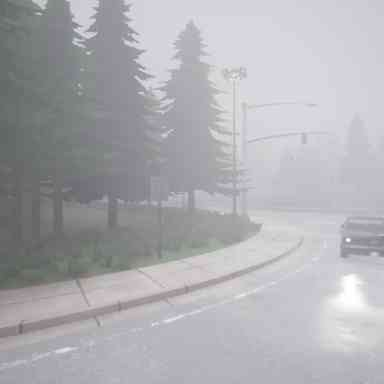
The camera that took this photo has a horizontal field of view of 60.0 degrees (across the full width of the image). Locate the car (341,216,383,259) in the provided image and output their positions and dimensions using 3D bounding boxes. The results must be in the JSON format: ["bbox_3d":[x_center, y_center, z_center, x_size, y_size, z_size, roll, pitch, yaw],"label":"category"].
[{"bbox_3d":[6.496,1.601,12.200,1.895,1.301,4.718,0,0,24],"label":"car"}]
